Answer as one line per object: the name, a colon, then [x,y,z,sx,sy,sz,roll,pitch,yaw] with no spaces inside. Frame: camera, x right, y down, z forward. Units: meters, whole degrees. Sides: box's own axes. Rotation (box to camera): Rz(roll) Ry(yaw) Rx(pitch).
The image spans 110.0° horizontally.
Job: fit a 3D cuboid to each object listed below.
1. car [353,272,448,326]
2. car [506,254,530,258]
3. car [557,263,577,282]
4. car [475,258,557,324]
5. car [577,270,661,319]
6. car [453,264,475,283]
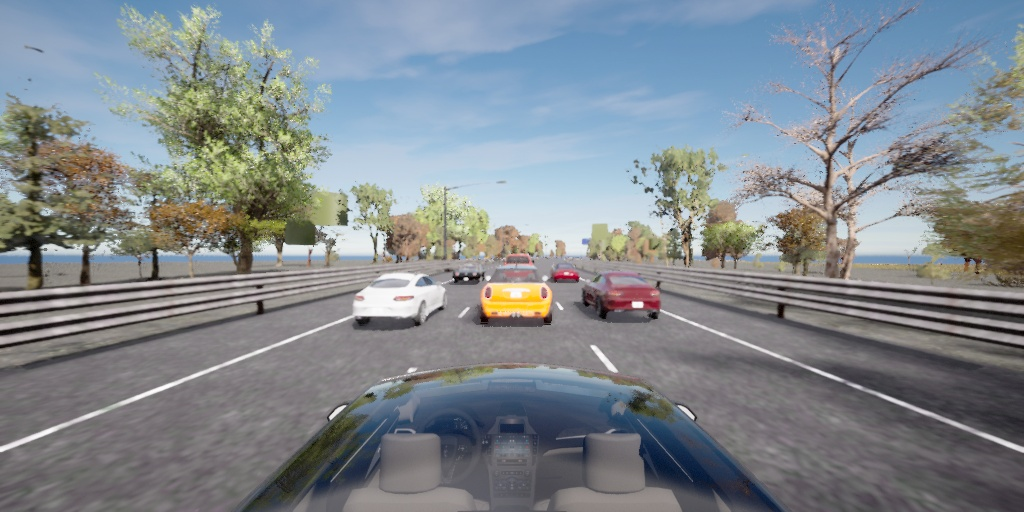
car: [-3.358,1.243,11.473,1.812,1.442,4.674,0,0,2]
car: [0.499,0.898,26.674,2.150,2.045,5.566,0,0,2]
car: [4.065,1.236,28.194,1.994,1.385,4.181,0,0,2]
car: [0.156,1.069,12.018,2.097,1.767,4.553,0,0,1]
car: [3.668,1.243,12.597,1.812,1.442,4.674,0,0,1]
car: [-3.012,1.275,26.487,1.895,1.301,4.718,0,0,2]
